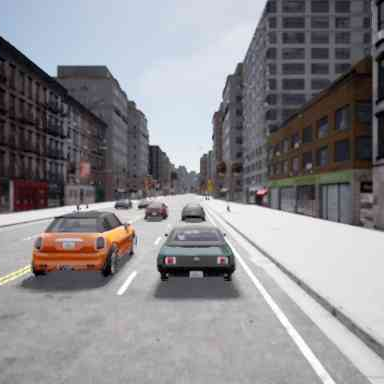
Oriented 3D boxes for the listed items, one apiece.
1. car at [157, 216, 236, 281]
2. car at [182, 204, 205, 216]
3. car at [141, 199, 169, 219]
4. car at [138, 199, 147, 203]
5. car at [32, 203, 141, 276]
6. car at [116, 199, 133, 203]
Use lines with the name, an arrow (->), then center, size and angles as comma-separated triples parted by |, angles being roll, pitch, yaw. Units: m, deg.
car -> 0.108, 1.639, 9.980 | 1.895, 1.301, 4.718 | 0, 0, 0
car -> 0.118, 1.677, 28.778 | 1.994, 1.385, 4.181 | 0, 0, 0
car -> -3.134, 1.643, 29.939 | 1.812, 1.442, 4.674 | 0, 0, 0
car -> -6.488, 1.735, 47.362 | 2.033, 1.411, 5.357 | 0, 0, 0
car -> -3.143, 1.391, 10.615 | 2.097, 1.767, 4.553 | 0, 0, 0
car -> -9.732, 1.736, 47.767 | 2.033, 1.411, 5.357 | 0, 0, 1
